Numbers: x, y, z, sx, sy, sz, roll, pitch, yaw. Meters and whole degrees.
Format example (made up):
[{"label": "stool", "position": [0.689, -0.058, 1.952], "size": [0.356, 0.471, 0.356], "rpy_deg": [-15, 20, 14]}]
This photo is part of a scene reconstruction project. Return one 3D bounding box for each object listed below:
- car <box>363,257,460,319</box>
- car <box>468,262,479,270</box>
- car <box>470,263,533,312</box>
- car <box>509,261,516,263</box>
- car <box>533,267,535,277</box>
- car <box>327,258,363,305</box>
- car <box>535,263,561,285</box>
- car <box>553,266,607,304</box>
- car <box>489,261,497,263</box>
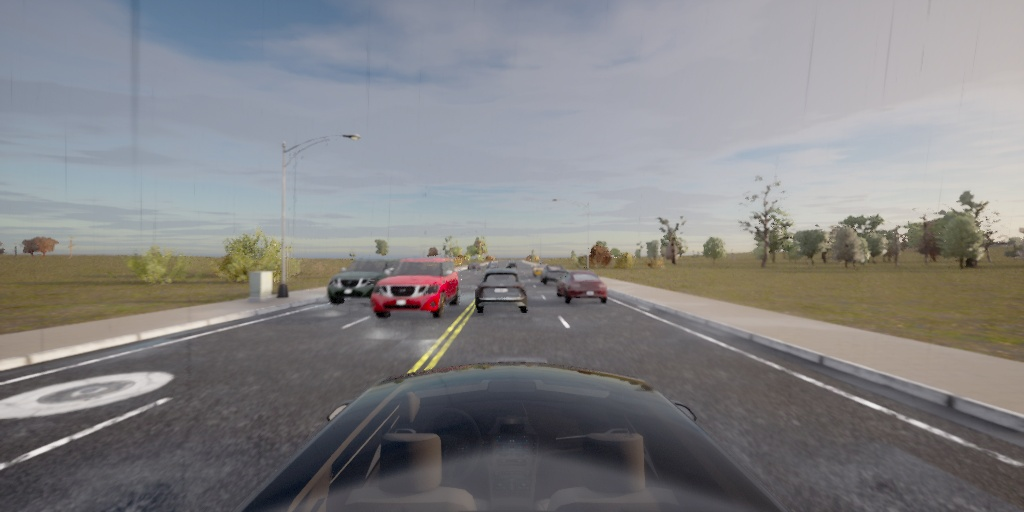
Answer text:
[{"label": "car", "position": [-3.345, 1.067, 13.617], "size": [2.150, 2.045, 5.566], "rpy_deg": [0, 0, 0]}, {"label": "car", "position": [-6.482, 1.775, 62.021], "size": [1.994, 1.385, 4.181], "rpy_deg": [0, 0, 0]}, {"label": "car", "position": [-0.389, 1.286, 14.845], "size": [2.033, 1.649, 4.856], "rpy_deg": [0, 0, -1]}, {"label": "car", "position": [0.087, 1.723, 64.690], "size": [1.837, 1.490, 4.892], "rpy_deg": [0, 0, 0]}, {"label": "car", "position": [3.262, 1.496, 39.401], "size": [1.801, 1.575, 5.366], "rpy_deg": [0, 0, 0]}, {"label": "car", "position": [-6.594, 1.099, 17.198], "size": [2.150, 2.045, 5.566], "rpy_deg": [0, -1, 0]}, {"label": "car", "position": [3.258, 1.450, 28.211], "size": [2.128, 1.511, 4.902], "rpy_deg": [0, 0, 0]}, {"label": "car", "position": [3.255, 1.399, 17.212], "size": [1.812, 1.442, 4.674], "rpy_deg": [0, 0, 0]}, {"label": "car", "position": [-3.235, 1.689, 61.641], "size": [2.128, 1.511, 4.902], "rpy_deg": [0, 0, 0]}]
